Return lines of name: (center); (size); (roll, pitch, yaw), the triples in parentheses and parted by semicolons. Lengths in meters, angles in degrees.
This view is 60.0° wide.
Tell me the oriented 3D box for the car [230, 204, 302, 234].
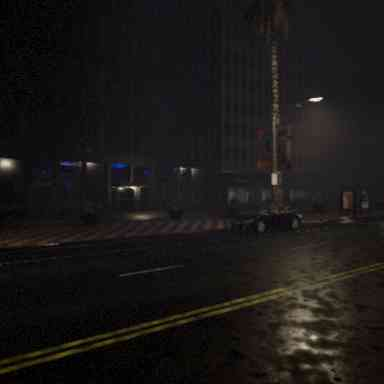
car: (4.402, 1.472, 19.400); (4.892, 1.521, 2.231); (0, 0, -35)
